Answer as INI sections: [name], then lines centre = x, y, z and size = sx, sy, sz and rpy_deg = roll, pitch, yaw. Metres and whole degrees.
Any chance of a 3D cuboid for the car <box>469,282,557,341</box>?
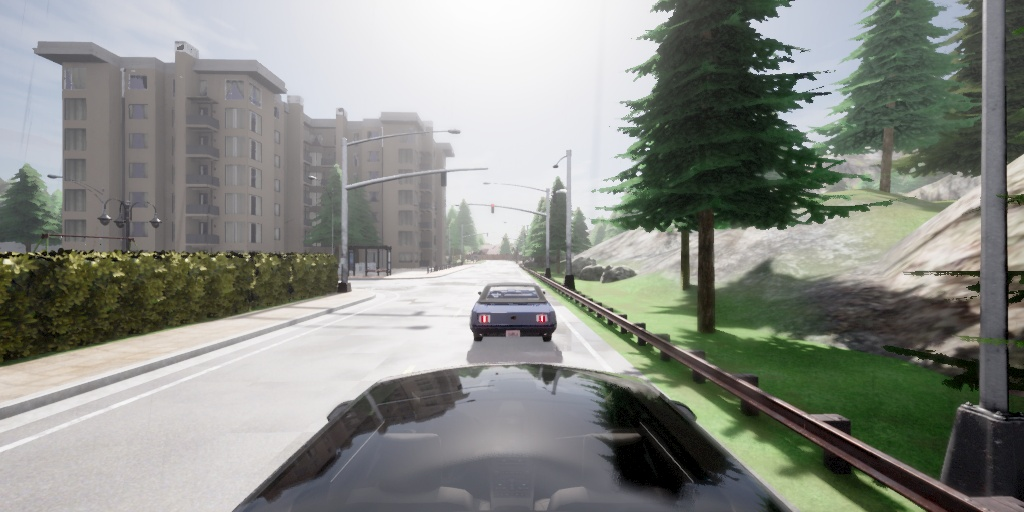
[car]
centre = -0.004, 1.351, 9.782
size = 1.895, 1.301, 4.718
rpy_deg = 0, 0, -1
